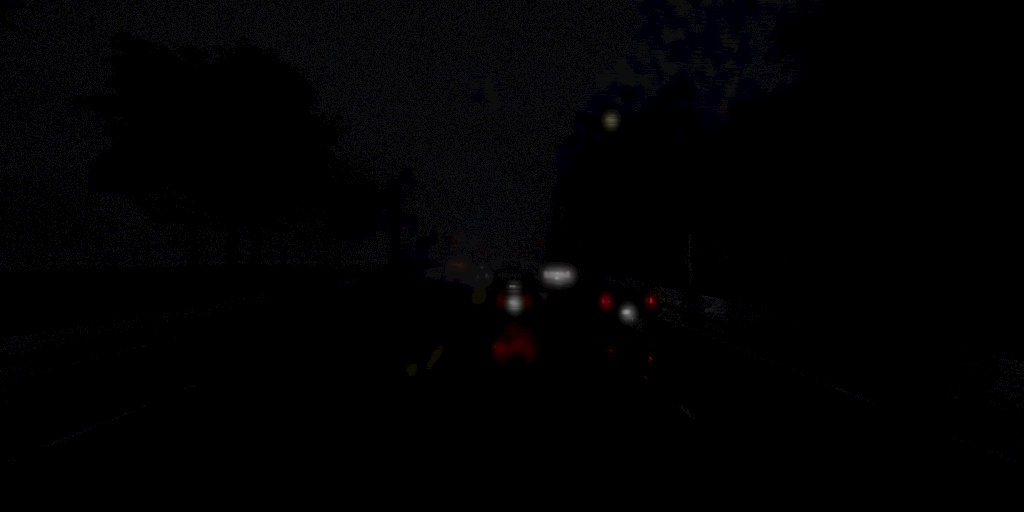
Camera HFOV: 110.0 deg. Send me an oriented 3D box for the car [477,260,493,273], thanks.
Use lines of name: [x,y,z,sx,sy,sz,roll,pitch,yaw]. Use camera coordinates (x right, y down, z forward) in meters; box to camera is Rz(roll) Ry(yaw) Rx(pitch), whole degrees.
car: [-3.324,1.275,44.973,2.128,1.511,4.902,0,0,0]

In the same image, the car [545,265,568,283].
car: [3.340,1.341,27.698,1.895,1.301,4.718,0,0,0]

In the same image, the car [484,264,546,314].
car: [0.089,1.243,13.823,1.837,1.490,4.892,0,0,0]

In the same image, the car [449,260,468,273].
car: [-6.575,1.258,44.415,1.882,1.535,5.008,0,0,0]

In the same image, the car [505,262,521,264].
car: [0.095,1.248,29.368,1.837,1.490,4.892,0,0,0]

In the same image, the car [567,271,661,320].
car: [3.335,1.339,12.483,1.895,1.301,4.718,0,0,0]
